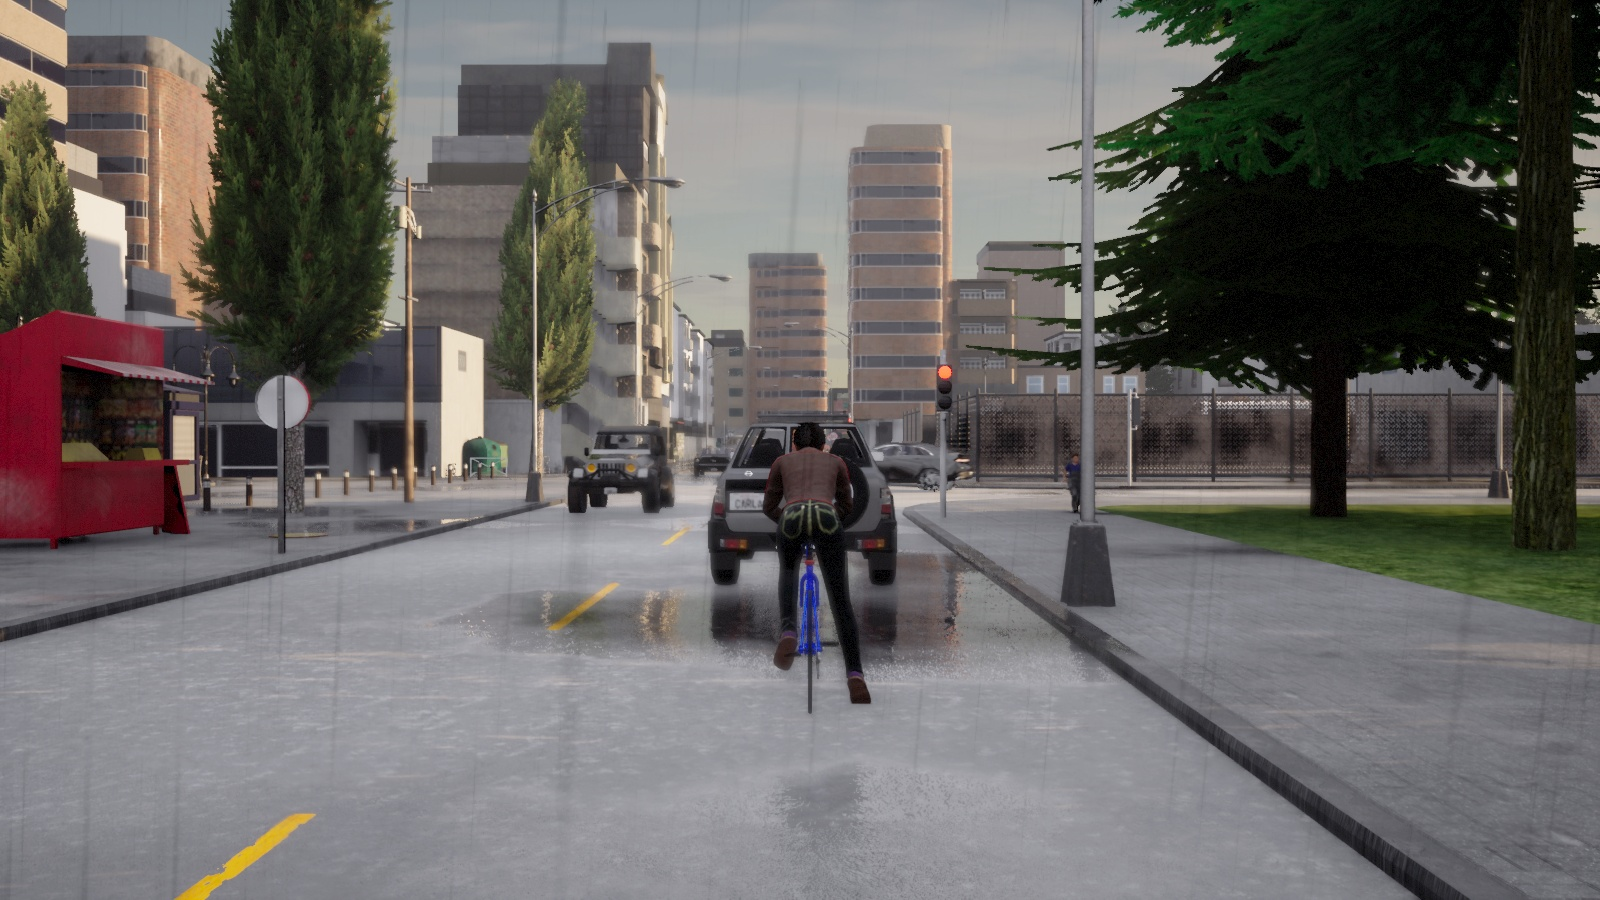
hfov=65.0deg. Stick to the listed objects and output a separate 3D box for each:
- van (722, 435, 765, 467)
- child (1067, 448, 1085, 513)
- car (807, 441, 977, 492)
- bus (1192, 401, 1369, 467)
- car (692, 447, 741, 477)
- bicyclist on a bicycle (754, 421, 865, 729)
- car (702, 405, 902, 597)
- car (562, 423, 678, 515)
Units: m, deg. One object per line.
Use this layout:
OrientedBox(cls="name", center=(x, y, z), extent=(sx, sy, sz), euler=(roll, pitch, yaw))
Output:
OrientedBox(cls="van", center=(-3.513, 0.053, 78.486), extent=(1.775, 1.987, 4.442), euler=(0, 0, 9))
OrientedBox(cls="child", center=(5.438, 0.601, 24.756), extent=(0.270, 1.263, 0.437), euler=(0, 0, 1))
OrientedBox(cls="car", center=(2.891, 0.483, 39.305), extent=(4.902, 1.511, 2.128), euler=(0, 1, 22))
OrientedBox(cls="bus", center=(31.802, -1.076, 83.504), extent=(10.273, 4.253, 3.944), euler=(0, 0, 4))
OrientedBox(cls="car", center=(-3.738, 0.523, 56.857), extent=(1.895, 1.301, 4.718), euler=(0, 0, 0))
OrientedBox(cls="bicyclist on a bicycle", center=(0.056, 0.657, 7.439), extent=(0.582, 1.620, 1.656), euler=(0, 0, 0))
OrientedBox(cls="car", center=(0.069, 0.482, 14.471), extent=(1.932, 1.855, 4.605), euler=(0, 0, 1))
OrientedBox(cls="car", center=(-3.872, 0.384, 27.593), extent=(1.905, 1.878, 3.866), euler=(0, 0, 2))
